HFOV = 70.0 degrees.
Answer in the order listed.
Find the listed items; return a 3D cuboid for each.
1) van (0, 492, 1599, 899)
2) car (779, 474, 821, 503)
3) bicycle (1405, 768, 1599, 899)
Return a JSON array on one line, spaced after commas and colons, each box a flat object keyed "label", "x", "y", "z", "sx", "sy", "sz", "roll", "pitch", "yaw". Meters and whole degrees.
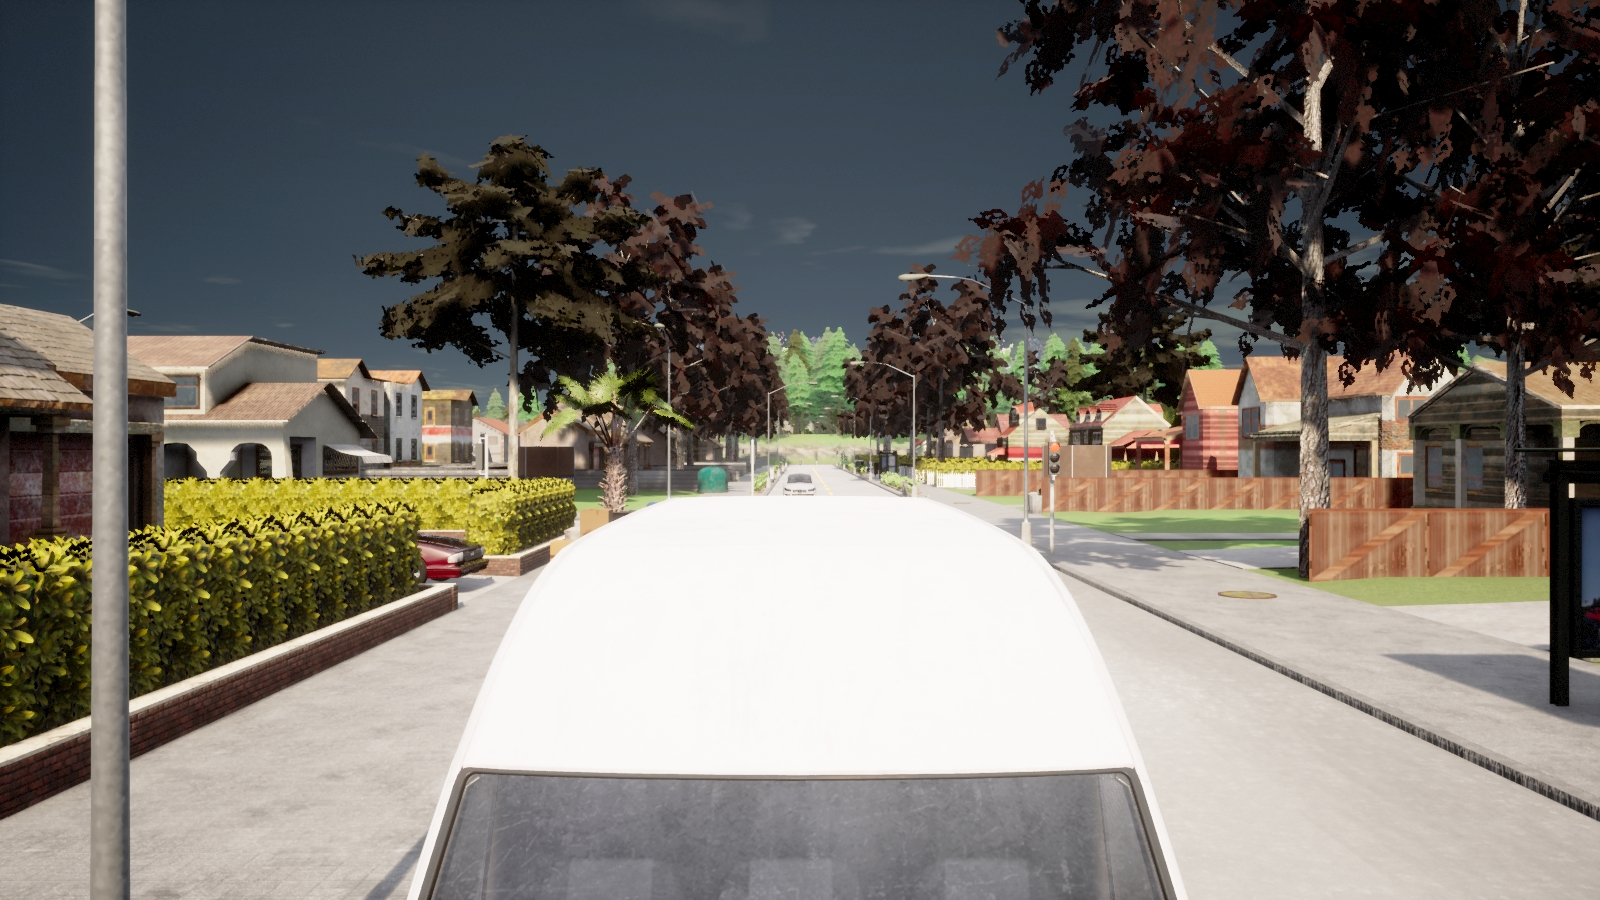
[{"label": "van", "x": 0.002, "y": 1.537, "z": 4.030, "sx": 1.988, "sy": 2.561, "sz": 5.915, "roll": 0, "pitch": 0, "yaw": 0}, {"label": "car", "x": -0.019, "y": 2.088, "z": 62.560, "sx": 2.231, "sy": 1.480, "sz": 4.892, "roll": 0, "pitch": -1, "yaw": 0}, {"label": "bicycle", "x": 2.687, "y": 2.062, "z": 3.843, "sx": 0.329, "sy": 1.471, "sz": 1.835, "roll": 0, "pitch": 0, "yaw": 0}]
